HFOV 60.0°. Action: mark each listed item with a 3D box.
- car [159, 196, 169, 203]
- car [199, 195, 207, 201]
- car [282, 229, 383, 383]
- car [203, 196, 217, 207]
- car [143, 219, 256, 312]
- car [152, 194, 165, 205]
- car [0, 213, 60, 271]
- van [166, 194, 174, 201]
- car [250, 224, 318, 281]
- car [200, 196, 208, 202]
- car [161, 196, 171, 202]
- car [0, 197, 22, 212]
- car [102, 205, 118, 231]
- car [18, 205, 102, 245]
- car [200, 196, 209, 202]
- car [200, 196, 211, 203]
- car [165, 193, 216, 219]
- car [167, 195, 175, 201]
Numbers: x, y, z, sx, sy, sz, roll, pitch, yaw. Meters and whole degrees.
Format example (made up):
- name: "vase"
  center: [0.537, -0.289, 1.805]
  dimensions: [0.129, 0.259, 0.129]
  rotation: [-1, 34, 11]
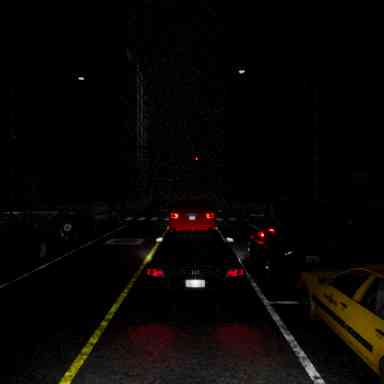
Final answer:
- name: "car"
  center: [-5.710, 1.602, 68.878]
  dimensions: [1.802, 1.307, 4.206]
  rotation: [0, 0, 0]
- name: "car"
  center: [2.828, 1.556, 85.354]
  dimensions: [1.752, 1.417, 4.829]
  rotation: [0, 0, 0]
- name: "car"
  center: [2.765, 1.525, 4.390]
  dimensions: [1.752, 1.417, 4.829]
  rotation: [0, 0, 0]
- name: "car"
  center: [2.802, 1.452, 52.559]
  dimensions: [1.967, 1.590, 4.097]
  rotation: [0, 0, 0]
- name: "car"
  center: [0.065, 1.564, 7.807]
  dimensions: [1.994, 1.385, 4.181]
  rotation: [0, 0, 0]
- name: "car"
  center: [-5.719, 1.329, 58.003]
  dimensions: [2.192, 1.841, 5.009]
  rotation: [0, 0, 0]
- name: "car"
  center: [-5.756, 1.545, 9.681]
  dimensions: [1.887, 1.381, 4.507]
  rotation: [0, 0, 0]
- name: "van"
  center: [-5.698, 1.372, 85.191]
  dimensions: [1.690, 1.788, 3.998]
  rotation: [0, 0, 0]
- name: "car"
  center: [2.769, 1.566, 9.677]
  dimensions: [1.947, 1.339, 4.313]
  rotation: [0, 0, 0]
- name: "car"
  center: [2.823, 1.572, 79.747]
  dimensions: [1.887, 1.381, 4.507]
  rotation: [0, 0, 0]
- name: "car"
  center: [-5.706, 1.548, 74.146]
  dimensions: [1.752, 1.417, 4.829]
  rotation: [0, 0, 0]
- name: "car"
  center: [-19.040, 1.135, 32.062]
  dimensions: [5.008, 1.535, 1.882]
  rotation: [1, 0, 1]
- name: "car"
  center: [-5.748, 1.527, 20.425]
  dimensions: [1.752, 1.417, 4.829]
  rotation: [0, 0, 0]
- name: "car"
  center: [-5.752, 1.441, 15.139]
  dimensions: [1.967, 1.590, 4.097]
  rotation: [0, 0, 0]
- name: "car"
  center: [2.819, 1.568, 74.309]
  dimensions: [1.887, 1.381, 4.507]
  rotation: [0, 0, 0]
- name: "car"
  center: [2.815, 1.571, 68.871]
  dimensions: [2.008, 1.369, 4.403]
  rotation: [0, 0, 0]
- name: "car"
  center: [0.017, 1.223, 17.227]
  dimensions: [2.150, 2.045, 5.566]
  rotation: [0, 0, 0]
- name: "car"
  center: [-5.693, 1.585, 90.629]
  dimensions: [2.008, 1.369, 4.403]
  rotation: [0, 0, 0]
